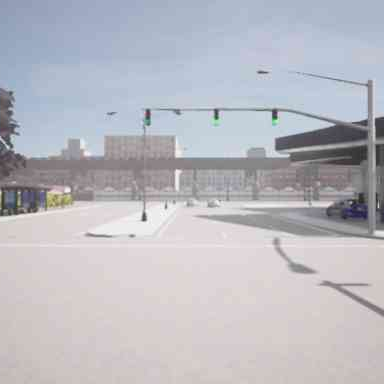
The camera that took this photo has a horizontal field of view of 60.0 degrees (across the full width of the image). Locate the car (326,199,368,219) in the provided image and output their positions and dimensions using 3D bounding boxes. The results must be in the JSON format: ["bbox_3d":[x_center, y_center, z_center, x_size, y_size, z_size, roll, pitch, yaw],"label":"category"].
[{"bbox_3d":[13.204,1.413,28.371,2.242,1.667,4.611,0,0,0],"label":"car"}]

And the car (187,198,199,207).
[{"bbox_3d":[0.091,1.763,56.753,1.812,1.442,4.674,0,0,0],"label":"car"}]

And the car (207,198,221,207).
[{"bbox_3d":[3.504,1.752,54.290,1.812,1.442,4.674,0,0,0],"label":"car"}]
